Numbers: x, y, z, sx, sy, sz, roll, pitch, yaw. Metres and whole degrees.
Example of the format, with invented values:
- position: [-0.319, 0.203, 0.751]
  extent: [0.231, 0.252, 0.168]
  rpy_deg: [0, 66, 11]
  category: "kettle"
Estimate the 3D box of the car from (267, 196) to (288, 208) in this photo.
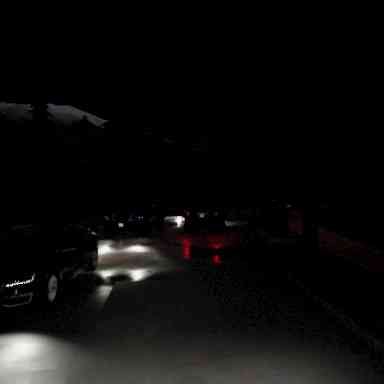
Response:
- position: [11.188, 1.279, 44.192]
  extent: [2.128, 1.511, 4.902]
  rpy_deg: [-1, 0, 35]
  category: "car"

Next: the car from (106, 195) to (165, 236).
- position: [-3.055, 1.209, 18.781]
  extent: [2.150, 2.045, 5.566]
  rpy_deg: [-1, 0, 8]
  category: "car"

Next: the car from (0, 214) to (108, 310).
- position: [-3.667, 1.525, 8.079]
  extent: [1.837, 1.490, 4.892]
  rpy_deg: [-1, 0, 0]
  category: "car"

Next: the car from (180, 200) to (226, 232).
- position: [0.873, 1.299, 20.020]
  extent: [2.097, 1.767, 4.553]
  rpy_deg: [-1, 0, 9]
  category: "car"

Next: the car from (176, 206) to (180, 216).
- position: [0.044, 1.496, 31.075]
  extent: [1.994, 1.385, 4.181]
  rpy_deg: [-1, 0, 21]
  category: "car"
